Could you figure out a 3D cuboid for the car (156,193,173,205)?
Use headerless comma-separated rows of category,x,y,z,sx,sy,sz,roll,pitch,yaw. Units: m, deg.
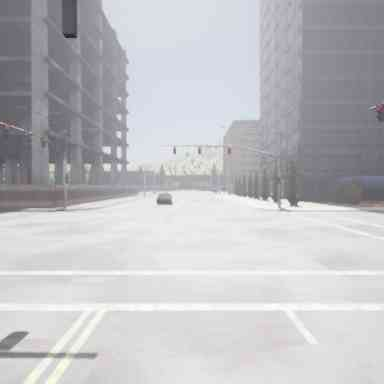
car,-3.497,0.870,43.011,1.882,1.535,5.008,0,1,0
